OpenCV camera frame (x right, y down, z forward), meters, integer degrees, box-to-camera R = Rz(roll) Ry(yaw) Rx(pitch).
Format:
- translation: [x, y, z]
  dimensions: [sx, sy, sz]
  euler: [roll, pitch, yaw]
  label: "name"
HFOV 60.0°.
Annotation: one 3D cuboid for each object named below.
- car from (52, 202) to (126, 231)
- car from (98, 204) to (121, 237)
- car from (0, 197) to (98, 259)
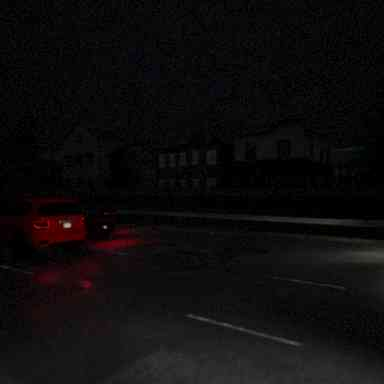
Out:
- translation: [-6.811, 1.503, 21.750]
  dimensions: [4.902, 1.511, 2.128]
  euler: [0, 0, 36]
  label: "car"
- translation: [-6.060, 1.486, 16.913]
  dimensions: [5.008, 1.535, 1.882]
  euler: [0, 0, 36]
  label: "car"
- translation: [-6.422, 1.228, 12.873]
  dimensions: [5.566, 2.045, 2.150]
  euler: [0, 0, 36]
  label: "car"
